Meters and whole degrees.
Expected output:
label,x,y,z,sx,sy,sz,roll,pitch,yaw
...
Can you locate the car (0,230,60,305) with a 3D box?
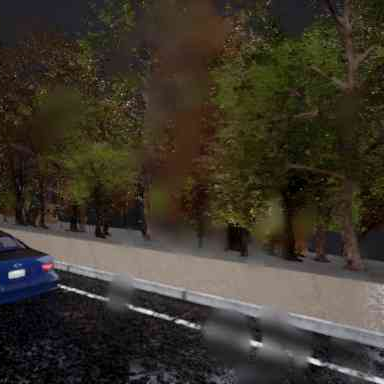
label,x,y,z,sx,sy,sz,roll,pitch,yaw
car,-5.153,1.487,7.379,5.357,1.411,2.033,0,0,36
